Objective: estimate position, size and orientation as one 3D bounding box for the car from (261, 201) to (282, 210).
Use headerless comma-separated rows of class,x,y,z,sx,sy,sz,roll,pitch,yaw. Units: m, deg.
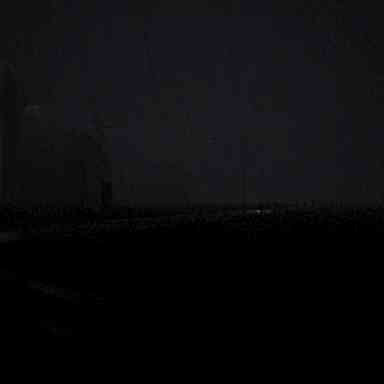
car,12.094,2.080,51.361,1.895,1.301,4.718,1,0,36
